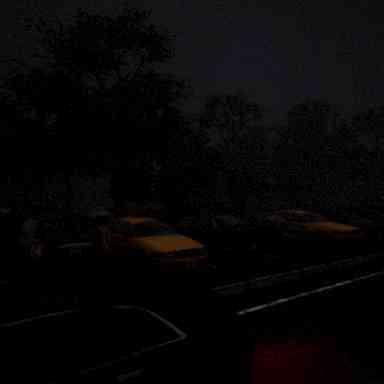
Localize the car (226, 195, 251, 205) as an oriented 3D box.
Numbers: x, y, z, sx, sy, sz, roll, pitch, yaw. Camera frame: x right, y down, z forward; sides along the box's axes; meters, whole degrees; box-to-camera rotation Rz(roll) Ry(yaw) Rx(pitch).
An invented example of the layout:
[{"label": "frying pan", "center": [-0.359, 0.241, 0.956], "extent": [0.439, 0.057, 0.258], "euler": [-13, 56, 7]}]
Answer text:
[{"label": "car", "center": [2.150, 1.298, 29.740], "extent": [2.435, 2.045, 5.566], "euler": [0, 0, -35]}]

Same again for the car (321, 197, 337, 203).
[{"label": "car", "center": [13.403, 1.631, 37.808], "extent": [2.163, 1.488, 4.792], "euler": [0, 0, -35]}]

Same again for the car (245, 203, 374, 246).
[{"label": "car", "center": [5.223, 1.529, 15.684], "extent": [1.946, 1.575, 5.366], "euler": [0, 0, -35]}]

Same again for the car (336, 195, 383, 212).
[{"label": "car", "center": [22.431, 1.461, 44.225], "extent": [2.435, 2.045, 5.566], "euler": [1, 0, -35]}]

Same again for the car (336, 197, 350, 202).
[{"label": "car", "center": [15.554, 1.651, 39.337], "extent": [2.163, 1.488, 4.792], "euler": [1, 0, -35]}]

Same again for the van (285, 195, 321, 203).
[{"label": "van", "center": [11.240, 1.361, 36.103], "extent": [1.878, 1.987, 4.442], "euler": [0, 0, -36]}]

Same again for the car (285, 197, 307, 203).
[{"label": "car", "center": [8.903, 1.575, 34.581], "extent": [2.097, 1.535, 5.008], "euler": [0, 0, -35]}]

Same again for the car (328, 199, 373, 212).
[{"label": "car", "center": [20.204, 1.710, 42.572], "extent": [2.163, 1.488, 4.792], "euler": [1, 0, -35]}]

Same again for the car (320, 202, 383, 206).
[{"label": "car", "center": [9.659, 1.579, 19.028], "extent": [2.163, 1.488, 4.792], "euler": [0, 0, -35]}]

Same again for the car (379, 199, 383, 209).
[{"label": "car", "center": [31.492, 1.874, 50.595], "extent": [2.163, 1.488, 4.792], "euler": [1, 0, -35]}]

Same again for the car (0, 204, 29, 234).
[{"label": "car", "center": [-11.413, 1.537, 20.130], "extent": [2.002, 1.452, 4.674], "euler": [0, 0, -35]}]

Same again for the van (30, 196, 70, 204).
[{"label": "van", "center": [-9.326, 1.279, 21.760], "extent": [1.878, 1.987, 4.442], "euler": [0, 0, -35]}]

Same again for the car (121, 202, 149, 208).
[{"label": "car", "center": [-4.638, 1.523, 24.942], "extent": [2.097, 1.535, 5.008], "euler": [0, 0, -35]}]

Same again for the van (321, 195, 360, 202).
[{"label": "van", "center": [17.764, 1.422, 41.016], "extent": [1.878, 1.987, 4.442], "euler": [1, 0, -35]}]

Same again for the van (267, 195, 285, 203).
[{"label": "van", "center": [6.582, 1.341, 33.067], "extent": [1.878, 1.987, 4.442], "euler": [0, 0, -35]}]

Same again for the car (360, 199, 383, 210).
[{"label": "car", "center": [27.068, 1.775, 47.258], "extent": [1.946, 1.575, 5.366], "euler": [1, 0, -35]}]

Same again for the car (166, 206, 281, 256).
[{"label": "car", "center": [0.594, 1.516, 12.613], "extent": [2.231, 1.521, 4.892], "euler": [0, 0, -35]}]

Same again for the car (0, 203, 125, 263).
[{"label": "car", "center": [-3.917, 1.372, 9.376], "extent": [2.185, 1.767, 4.553], "euler": [0, 0, -35]}]

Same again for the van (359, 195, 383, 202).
[{"label": "van", "center": [14.100, 1.341, 22.364], "extent": [1.878, 1.987, 4.442], "euler": [0, 0, -35]}]

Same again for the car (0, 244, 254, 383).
[{"label": "car", "center": [-1.676, 1.505, 2.489], "extent": [4.892, 1.490, 1.837], "euler": [0, 0, -35]}]

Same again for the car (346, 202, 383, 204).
[{"label": "car", "center": [11.921, 1.588, 20.636], "extent": [2.163, 1.488, 4.792], "euler": [0, 0, -35]}]

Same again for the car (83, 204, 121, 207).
[{"label": "car", "center": [-7.002, 1.554, 23.272], "extent": [2.002, 1.452, 4.674], "euler": [0, 0, -35]}]

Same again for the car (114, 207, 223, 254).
[{"label": "car", "center": [-1.565, 1.503, 10.859], "extent": [1.946, 1.575, 5.366], "euler": [0, 0, -35]}]

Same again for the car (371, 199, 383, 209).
[{"label": "car", "center": [29.219, 1.851, 49.012], "extent": [2.002, 1.452, 4.674], "euler": [1, 0, -35]}]

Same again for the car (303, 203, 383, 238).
[{"label": "car", "center": [7.396, 1.571, 17.419], "extent": [2.163, 1.488, 4.792], "euler": [0, 0, -35]}]

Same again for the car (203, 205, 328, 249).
[{"label": "car", "center": [2.850, 1.525, 14.232], "extent": [2.231, 1.521, 4.892], "euler": [0, 0, -35]}]

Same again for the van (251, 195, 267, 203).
[{"label": "van", "center": [4.459, 1.332, 31.272], "extent": [1.878, 1.987, 4.442], "euler": [0, 0, -35]}]

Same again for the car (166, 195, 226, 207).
[{"label": "car", "center": [-0.108, 1.289, 28.135], "extent": [2.435, 2.045, 5.566], "euler": [0, 0, -35]}]
